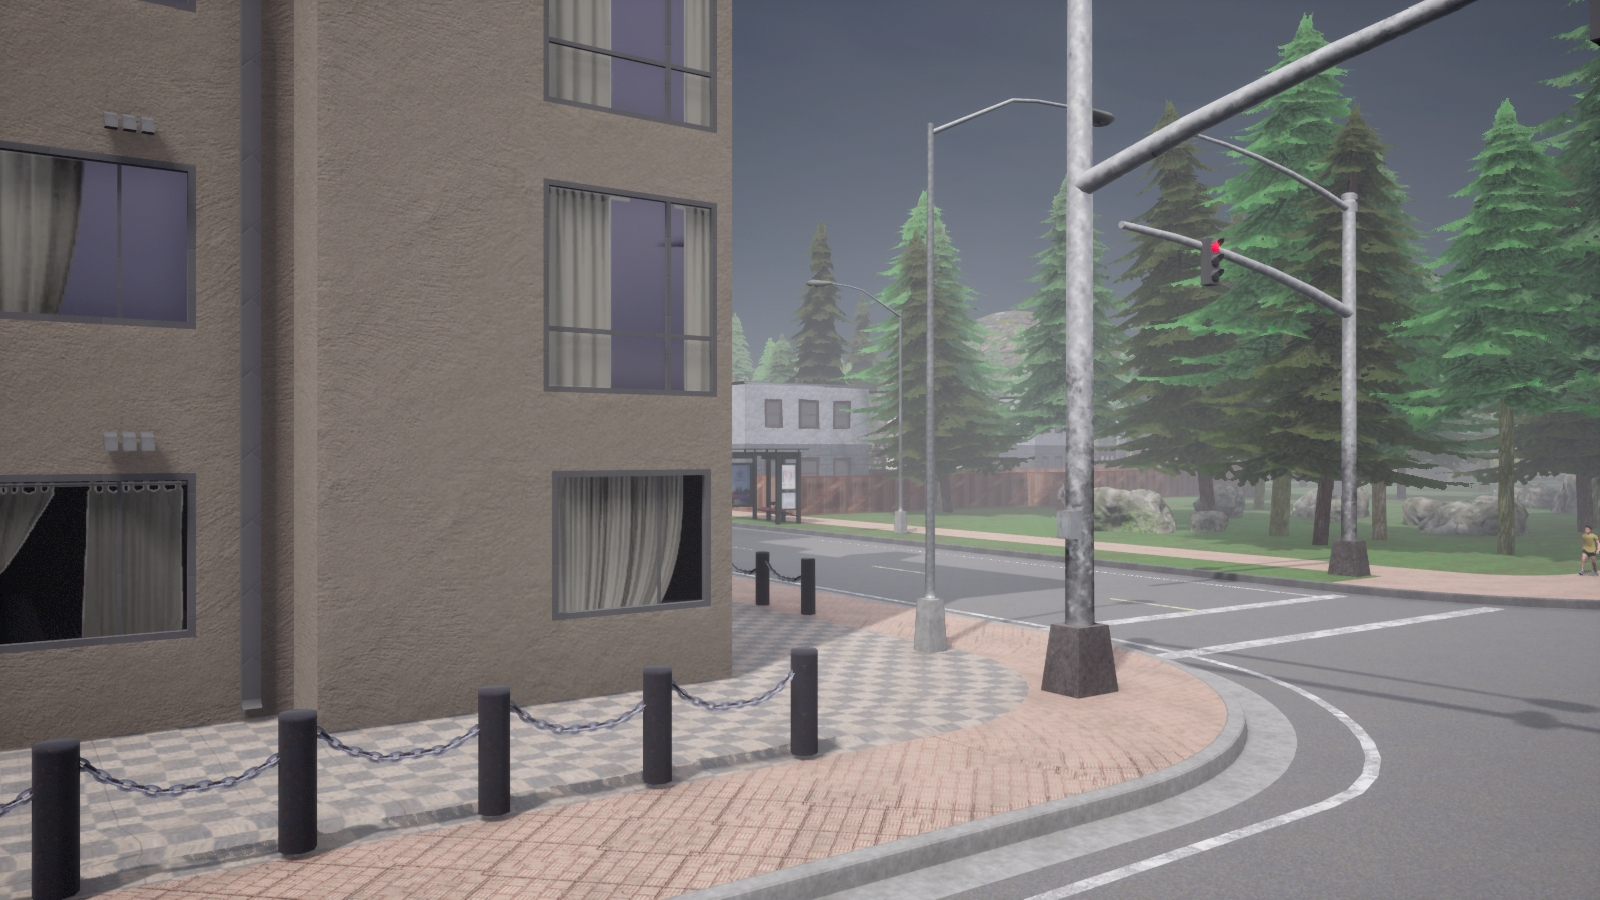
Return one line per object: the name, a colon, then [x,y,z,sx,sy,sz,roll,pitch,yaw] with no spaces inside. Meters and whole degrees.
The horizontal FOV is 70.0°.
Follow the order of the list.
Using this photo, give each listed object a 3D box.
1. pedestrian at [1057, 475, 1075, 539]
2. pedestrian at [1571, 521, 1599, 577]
pedestrian: [7.838,1.676,33.656,0.375,1.860,0.375,0,0,-34]
pedestrian: [16.345,2.044,23.641,0.500,1.100,0.500,0,0,-33]
